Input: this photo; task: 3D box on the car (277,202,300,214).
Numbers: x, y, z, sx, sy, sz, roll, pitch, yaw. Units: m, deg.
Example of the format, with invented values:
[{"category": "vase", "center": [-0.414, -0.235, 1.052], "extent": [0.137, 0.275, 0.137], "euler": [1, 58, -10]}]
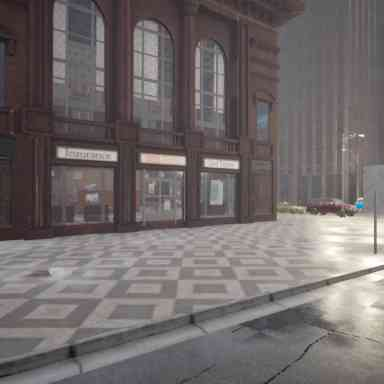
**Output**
[{"category": "car", "center": [10.842, 1.800, 38.074], "extent": [1.752, 1.417, 4.829], "euler": [0, 0, -35]}]

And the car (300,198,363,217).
[{"category": "car", "center": [13.986, 1.524, 33.620], "extent": [2.192, 1.841, 5.009], "euler": [0, 0, -35]}]

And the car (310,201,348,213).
[{"category": "car", "center": [17.704, 1.899, 43.138], "extent": [1.802, 1.307, 4.206], "euler": [-1, 0, -35]}]
